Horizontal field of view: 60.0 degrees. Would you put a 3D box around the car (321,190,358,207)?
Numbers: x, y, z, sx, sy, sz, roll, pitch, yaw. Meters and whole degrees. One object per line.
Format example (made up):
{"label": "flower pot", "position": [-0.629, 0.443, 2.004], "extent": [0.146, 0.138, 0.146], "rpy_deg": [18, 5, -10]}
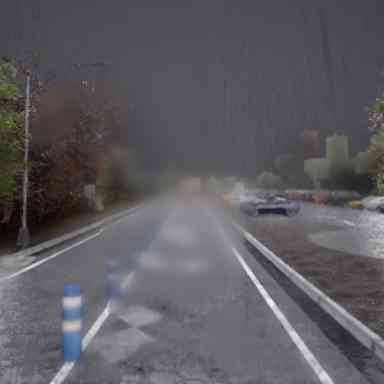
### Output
{"label": "car", "position": [20.035, 0.814, 42.250], "extent": [5.566, 2.045, 2.435], "rpy_deg": [0, 1, 0]}

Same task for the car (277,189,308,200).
{"label": "car", "position": [20.195, 0.458, 67.170], "extent": [5.566, 2.045, 2.435], "rpy_deg": [0, 1, 0]}

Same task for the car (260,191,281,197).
{"label": "car", "position": [20.385, 0.498, 86.563], "extent": [5.008, 1.535, 2.097], "rpy_deg": [0, 1, 1]}

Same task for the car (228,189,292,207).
{"label": "car", "position": [6.884, 0.984, 34.068], "extent": [5.566, 2.045, 2.435], "rpy_deg": [0, 1, 0]}

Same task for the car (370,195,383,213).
{"label": "car", "position": [19.882, 1.312, 31.178], "extent": [4.792, 1.488, 2.163], "rpy_deg": [0, 1, 1]}

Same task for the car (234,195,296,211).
{"label": "car", "position": [6.837, 1.289, 31.298], "extent": [5.008, 1.535, 2.097], "rpy_deg": [0, 1, 0]}

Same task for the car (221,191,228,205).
{"label": "car", "position": [6.742, 1.069, 42.401], "extent": [5.366, 1.575, 1.946], "rpy_deg": [0, 1, 0]}

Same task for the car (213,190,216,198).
{"label": "car", "position": [7.091, 0.775, 64.596], "extent": [4.792, 1.488, 2.163], "rpy_deg": [0, 1, 0]}

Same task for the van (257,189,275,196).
{"label": "van", "position": [20.557, 0.210, 92.225], "extent": [4.442, 1.987, 1.878], "rpy_deg": [0, 1, 0]}

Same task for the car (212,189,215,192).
{"label": "car", "position": [7.139, 0.714, 70.148], "extent": [4.792, 1.488, 2.163], "rpy_deg": [0, 1, 0]}

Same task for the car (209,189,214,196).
{"label": "car", "position": [7.007, 0.651, 72.925], "extent": [5.366, 1.575, 1.946], "rpy_deg": [0, 1, 0]}

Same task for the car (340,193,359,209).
{"label": "car", "position": [19.773, 1.171, 36.718], "extent": [5.366, 1.575, 1.946], "rpy_deg": [0, 1, 1]}

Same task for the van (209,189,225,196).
{"label": "van", "position": [7.268, 0.187, 95.129], "extent": [4.442, 1.987, 1.878], "rpy_deg": [0, 1, 0]}

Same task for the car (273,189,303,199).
{"label": "car", "position": [20.219, 0.427, 69.940], "extent": [5.566, 2.045, 2.435], "rpy_deg": [0, 1, 0]}

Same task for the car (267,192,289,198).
{"label": "car", "position": [20.323, 0.627, 78.378], "extent": [4.674, 1.452, 2.002], "rpy_deg": [0, 1, 0]}

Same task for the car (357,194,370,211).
{"label": "car", "position": [19.932, 1.268, 33.948], "extent": [4.674, 1.452, 2.002], "rpy_deg": [0, 1, 1]}

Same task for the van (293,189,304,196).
{"label": "van", "position": [20.018, 0.607, 56.076], "extent": [4.442, 1.987, 1.878], "rpy_deg": [0, 1, 0]}

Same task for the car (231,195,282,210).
{"label": "car", "position": [7.065, 1.177, 36.847], "extent": [5.366, 1.575, 1.946], "rpy_deg": [0, 1, 0]}

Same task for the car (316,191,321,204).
{"label": "car", "position": [20.003, 1.041, 45.024], "extent": [4.792, 1.488, 2.163], "rpy_deg": [0, 1, 0]}

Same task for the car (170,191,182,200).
{"label": "car", "position": [-3.133, 0.593, 66.095], "extent": [2.097, 1.767, 4.553], "rpy_deg": [0, 1, 1]}

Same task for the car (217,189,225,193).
{"label": "car", "position": [7.079, 0.713, 56.268], "extent": [4.553, 1.767, 2.185], "rpy_deg": [0, 1, 0]}

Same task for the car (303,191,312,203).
{"label": "car", "position": [20.109, 0.938, 50.688], "extent": [4.792, 1.488, 2.163], "rpy_deg": [0, 1, 1]}

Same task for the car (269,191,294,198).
{"label": "car", "position": [20.289, 0.618, 75.484], "extent": [5.008, 1.535, 2.097], "rpy_deg": [0, 1, 1]}

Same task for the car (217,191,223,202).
{"label": "car", "position": [6.792, 0.960, 48.073], "extent": [5.366, 1.575, 1.946], "rpy_deg": [0, 1, 0]}

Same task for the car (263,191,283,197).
{"label": "car", "position": [20.365, 0.568, 83.793], "extent": [4.674, 1.452, 2.002], "rpy_deg": [0, 1, 0]}

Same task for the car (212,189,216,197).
{"label": "car", "position": [7.115, 0.744, 67.372], "extent": [4.792, 1.488, 2.163], "rpy_deg": [0, 1, 0]}

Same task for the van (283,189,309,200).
{"label": "van", "position": [20.082, 0.513, 64.402], "extent": [4.442, 1.987, 1.878], "rpy_deg": [0, 1, 1]}

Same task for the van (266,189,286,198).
{"label": "van", "position": [20.460, 0.331, 81.145], "extent": [4.442, 1.987, 1.878], "rpy_deg": [0, 1, 1]}

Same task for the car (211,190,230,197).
{"label": "car", "position": [7.257, 0.408, 84.026], "extent": [4.553, 1.767, 2.185], "rpy_deg": [0, 1, 0]}

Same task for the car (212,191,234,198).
{"label": "car", "position": [7.234, 0.595, 78.475], "extent": [4.892, 1.521, 2.231], "rpy_deg": [0, 1, 0]}

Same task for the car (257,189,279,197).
{"label": "car", "position": [20.387, 0.215, 89.455], "extent": [5.566, 2.045, 2.435], "rpy_deg": [0, 1, 0]}

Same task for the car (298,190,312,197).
{"label": "car", "position": [20.132, 0.898, 53.327], "extent": [4.792, 1.488, 2.163], "rpy_deg": [0, 1, 1]}

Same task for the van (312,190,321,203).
{"label": "van", "position": [20.173, 0.731, 47.912], "extent": [4.442, 1.987, 1.878], "rpy_deg": [0, 1, 0]}

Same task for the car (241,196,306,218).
{"label": "car", "position": [6.778, 1.373, 28.523], "extent": [4.792, 1.488, 2.163], "rpy_deg": [0, 1, 0]}

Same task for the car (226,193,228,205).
{"label": "car", "position": [6.910, 1.127, 39.625], "extent": [4.892, 1.521, 2.231], "rpy_deg": [0, 1, 0]}

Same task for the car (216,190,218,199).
{"label": "car", "position": [7.101, 0.835, 59.043], "extent": [4.792, 1.488, 2.163], "rpy_deg": [0, 1, 1]}

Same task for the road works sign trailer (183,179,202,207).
{"label": "road works sign trailer", "position": [0.078, 0.020, 41.926], "extent": [2.380, 3.560, 2.880], "rpy_deg": [0, 1, 3]}
